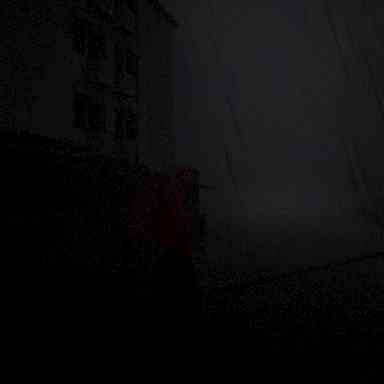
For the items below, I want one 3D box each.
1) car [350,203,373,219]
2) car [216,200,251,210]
[{"bbox_3d":[15.827,1.547,27.111,2.033,1.411,5.357,0,0,-37],"label":"car"},{"bbox_3d":[5.164,1.601,41.943,1.895,1.301,4.718,0,0,-36],"label":"car"}]
